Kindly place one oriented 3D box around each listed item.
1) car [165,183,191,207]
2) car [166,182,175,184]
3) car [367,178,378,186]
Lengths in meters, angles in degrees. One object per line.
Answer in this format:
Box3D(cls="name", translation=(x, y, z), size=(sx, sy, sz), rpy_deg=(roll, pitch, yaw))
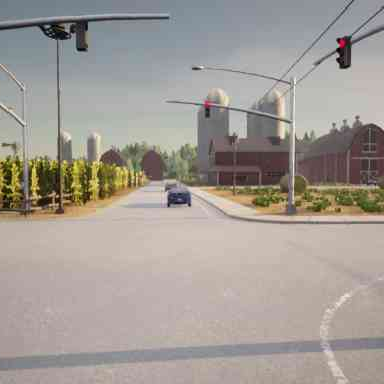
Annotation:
Box3D(cls="car", translation=(-1.124, 0.332, 27.660), size=(1.882, 1.535, 5.008), rpy_deg=(0, 3, -5))
Box3D(cls="car", translation=(-3.364, -0.839, 52.889), size=(2.128, 1.511, 4.902), rpy_deg=(0, 3, -5))
Box3D(cls="car", translation=(42.335, -2.370, 77.598), size=(1.905, 1.878, 3.866), rpy_deg=(10, 10, 41))
